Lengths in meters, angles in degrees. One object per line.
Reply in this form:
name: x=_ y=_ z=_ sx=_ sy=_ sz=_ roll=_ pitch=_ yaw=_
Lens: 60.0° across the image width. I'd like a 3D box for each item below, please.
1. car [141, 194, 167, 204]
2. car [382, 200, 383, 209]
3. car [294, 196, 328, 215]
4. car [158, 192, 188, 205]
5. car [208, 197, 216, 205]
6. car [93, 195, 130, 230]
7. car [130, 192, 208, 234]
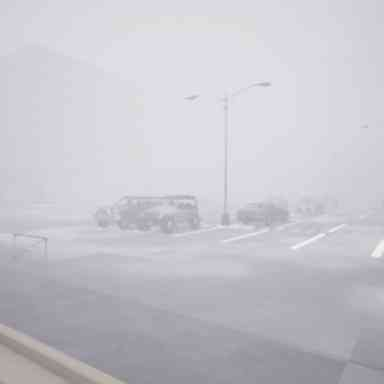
car: x=-6.717 y=1.199 z=58.899 sx=2.097 sy=1.767 sz=4.553 roll=0 pitch=0 yaw=34
car: x=24.132 y=1.382 z=40.169 sx=1.970 sy=1.475 sz=3.806 roll=0 pitch=0 yaw=34
car: x=10.898 y=1.362 z=30.884 sx=1.970 sy=1.475 sz=3.806 roll=0 pitch=0 yaw=34
car: x=-3.243 y=1.088 z=57.777 sx=2.150 sy=2.045 sz=5.566 roll=0 pitch=0 yaw=34
car: x=1.991 y=1.436 z=52.991 sx=2.128 sy=1.511 sz=4.902 roll=0 pitch=-1 yaw=34
car: x=-3.489 y=1.099 z=19.590 sx=1.932 sy=1.855 sz=4.605 roll=0 pitch=0 yaw=34
car: x=-1.122 y=1.113 z=17.925 sx=1.905 sy=1.878 sz=3.866 roll=0 pitch=0 yaw=34
